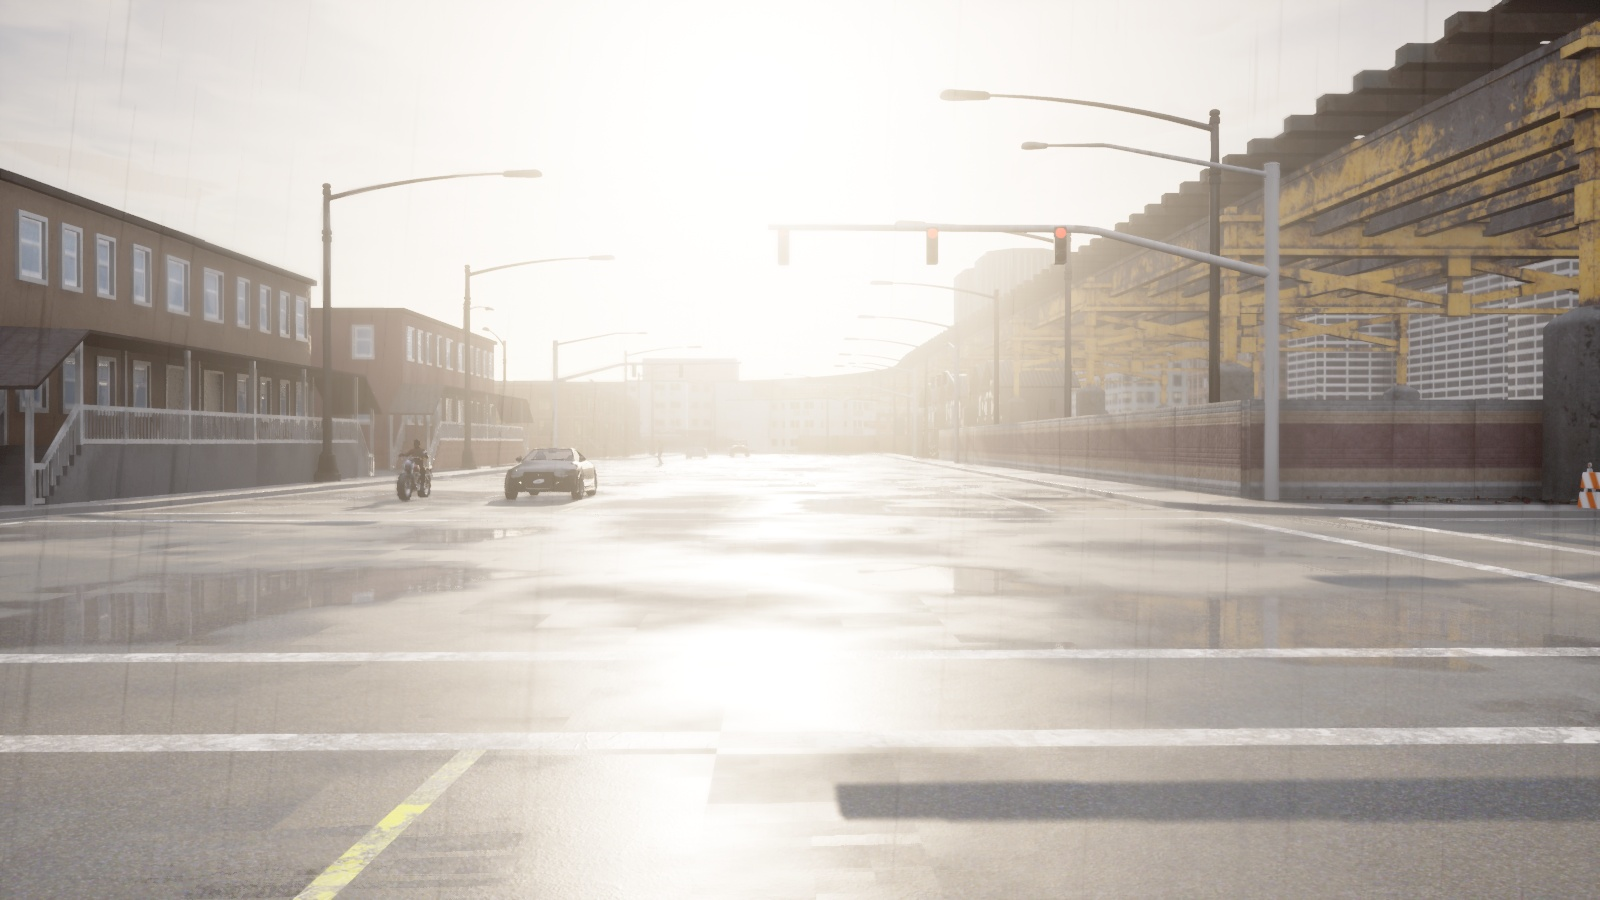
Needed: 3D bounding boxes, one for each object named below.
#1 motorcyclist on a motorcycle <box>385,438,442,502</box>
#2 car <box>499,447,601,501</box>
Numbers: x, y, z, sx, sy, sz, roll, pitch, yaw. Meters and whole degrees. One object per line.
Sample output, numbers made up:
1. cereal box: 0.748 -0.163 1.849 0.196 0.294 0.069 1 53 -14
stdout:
1. motorcyclist on a motorcycle: -10.294 0.499 33.524 0.766 1.649 2.350 0 0 0
2. car: -6.793 0.610 34.588 1.994 1.385 4.181 0 0 0
